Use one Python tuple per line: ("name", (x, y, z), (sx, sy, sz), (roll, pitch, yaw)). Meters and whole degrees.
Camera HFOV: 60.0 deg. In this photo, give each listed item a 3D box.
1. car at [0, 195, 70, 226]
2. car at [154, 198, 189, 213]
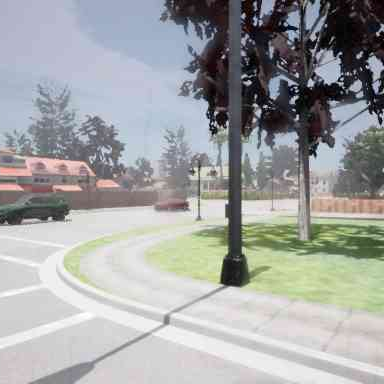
("car", (-11.635, 1.231, 24.151), (2.150, 2.045, 5.566), (0, 0, 34))
("car", (-2.260, 1.477, 38.014), (1.882, 1.535, 5.008), (0, 0, 34))
